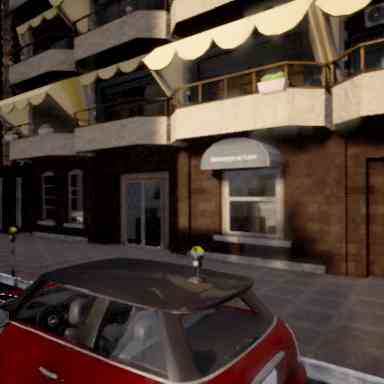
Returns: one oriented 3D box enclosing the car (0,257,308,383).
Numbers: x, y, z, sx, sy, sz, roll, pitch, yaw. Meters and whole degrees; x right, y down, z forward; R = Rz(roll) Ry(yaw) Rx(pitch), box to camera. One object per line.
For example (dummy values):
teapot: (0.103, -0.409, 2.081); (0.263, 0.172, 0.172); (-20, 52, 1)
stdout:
car: (-1.008, 1.460, 3.592); (4.097, 1.590, 1.967); (0, 0, 35)
